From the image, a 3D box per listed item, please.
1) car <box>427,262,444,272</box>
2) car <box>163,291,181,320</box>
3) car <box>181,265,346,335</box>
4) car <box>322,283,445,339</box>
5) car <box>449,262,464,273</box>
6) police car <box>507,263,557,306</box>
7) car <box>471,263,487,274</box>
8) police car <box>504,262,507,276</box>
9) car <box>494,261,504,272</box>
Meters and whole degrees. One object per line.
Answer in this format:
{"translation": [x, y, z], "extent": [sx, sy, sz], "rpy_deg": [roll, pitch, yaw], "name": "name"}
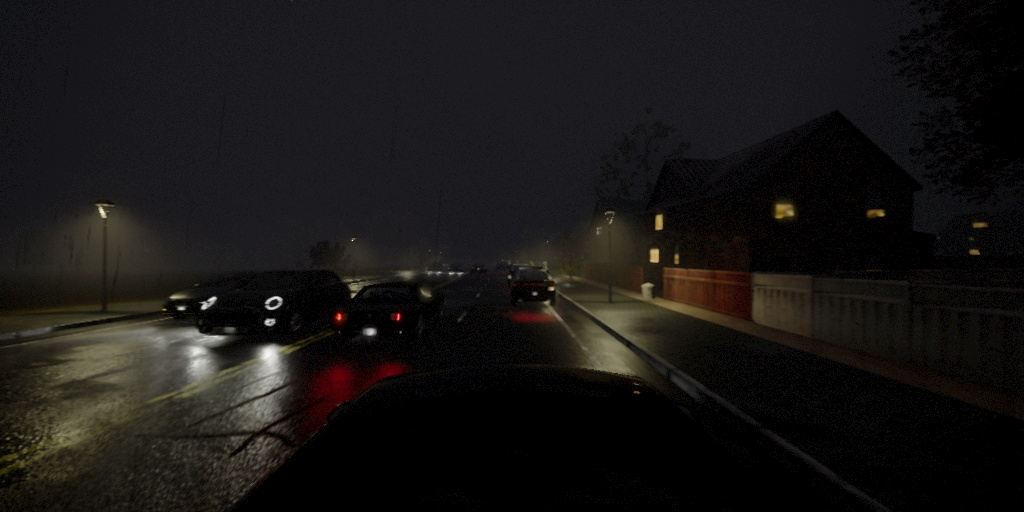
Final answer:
{"translation": [-11.331, 1.658, 53.659], "extent": [2.033, 1.411, 5.357], "rpy_deg": [0, 0, -3], "name": "car"}
{"translation": [-9.938, 1.337, 13.168], "extent": [1.837, 1.490, 4.892], "rpy_deg": [0, 0, -1], "name": "car"}
{"translation": [-6.662, 1.165, 10.681], "extent": [2.097, 1.767, 4.553], "rpy_deg": [0, 0, -1], "name": "car"}
{"translation": [-3.192, 1.407, 10.234], "extent": [1.895, 1.301, 4.718], "rpy_deg": [0, 0, -1], "name": "car"}
{"translation": [-7.978, 1.638, 51.843], "extent": [2.033, 1.411, 5.357], "rpy_deg": [0, 0, -3], "name": "car"}
{"translation": [0.852, 1.267, 16.528], "extent": [1.930, 1.638, 5.238], "rpy_deg": [0, 0, -1], "name": "police car"}
{"translation": [-4.305, 1.614, 47.040], "extent": [1.994, 1.385, 4.181], "rpy_deg": [0, 0, -3], "name": "car"}
{"translation": [0.629, 1.331, 26.592], "extent": [1.930, 1.638, 5.238], "rpy_deg": [0, 0, -2], "name": "police car"}
{"translation": [-1.497, 1.572, 54.291], "extent": [1.882, 1.535, 5.008], "rpy_deg": [0, -1, -3], "name": "car"}
